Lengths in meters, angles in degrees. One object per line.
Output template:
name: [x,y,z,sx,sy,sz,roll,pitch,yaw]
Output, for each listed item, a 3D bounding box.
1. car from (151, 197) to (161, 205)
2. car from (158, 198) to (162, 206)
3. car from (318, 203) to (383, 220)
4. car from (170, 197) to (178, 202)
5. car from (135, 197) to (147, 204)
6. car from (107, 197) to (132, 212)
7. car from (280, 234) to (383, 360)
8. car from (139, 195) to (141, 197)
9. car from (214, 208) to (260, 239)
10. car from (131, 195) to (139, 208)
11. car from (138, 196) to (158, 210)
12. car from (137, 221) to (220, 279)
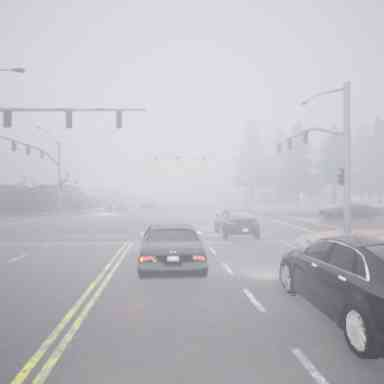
car: [-7.171,1.833,67.291,1.812,1.442,4.674,0,0,-3]
car: [-6.696,1.740,57.102,1.882,1.535,5.008,0,0,-3]
car: [13.852,1.651,28.967,5.357,1.411,2.033,0,0,-2]
car: [-4.614,1.933,84.963,1.994,1.385,4.181,0,0,-3]
car: [-10.930,1.874,72.028,2.033,1.411,5.357,0,0,-3]
car: [-9.536,1.695,42.670,2.128,1.511,4.902,0,0,-1]
car: [3.082,1.528,5.999,1.837,1.490,4.892,0,0,-3]
car: [-10.408,1.509,61.500,2.150,2.045,5.566,0,0,-3]
car: [2.335,1.600,17.762,1.812,1.442,4.674,0,0,-4]
car: [-9.938,1.596,51.866,2.097,1.767,4.553,0,0,-3]
car: [-6.227,1.746,47.888,1.812,1.442,4.674,0,0,-3]
car: [-0.639,1.594,10.160,2.033,1.411,5.357,0,0,-5]
